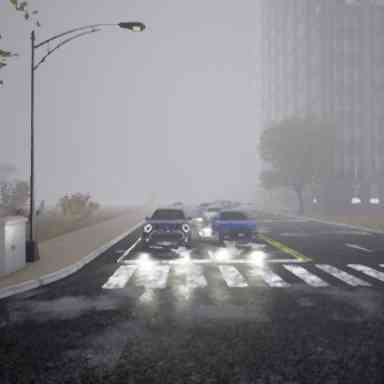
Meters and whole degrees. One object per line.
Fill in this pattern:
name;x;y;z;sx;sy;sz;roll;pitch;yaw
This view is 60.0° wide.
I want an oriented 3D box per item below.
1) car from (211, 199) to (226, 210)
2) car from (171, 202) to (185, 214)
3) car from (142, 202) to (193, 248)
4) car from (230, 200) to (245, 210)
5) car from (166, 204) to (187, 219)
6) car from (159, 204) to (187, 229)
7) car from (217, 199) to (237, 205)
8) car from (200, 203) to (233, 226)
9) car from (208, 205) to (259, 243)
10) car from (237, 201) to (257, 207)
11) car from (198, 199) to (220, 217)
car;4.452;2.024;56.652;2.097;1.767;4.553;0;-1;-2
car;-1.804;2.061;44.926;1.812;1.442;4.674;0;-1;-1
car;-1.077;1.525;15.708;2.097;1.767;4.553;0;-1;-1
car;7.700;2.195;56.765;1.812;1.442;4.674;0;-1;-2
car;-1.570;1.975;34.837;1.994;1.385;4.181;0;-1;-1
car;-1.320;1.765;24.927;1.882;1.535;5.008;0;-1;-2
car;4.711;1.912;47.576;2.097;1.767;4.553;0;-1;-1
car;1.890;1.828;26.418;1.812;1.442;4.674;0;-1;-1
car;2.130;1.667;17.348;1.882;1.535;5.008;0;-1;-1
car;7.962;2.072;46.767;1.812;1.442;4.674;0;-1;-2
car;1.634;1.909;36.806;1.882;1.535;5.008;0;-1;-2
